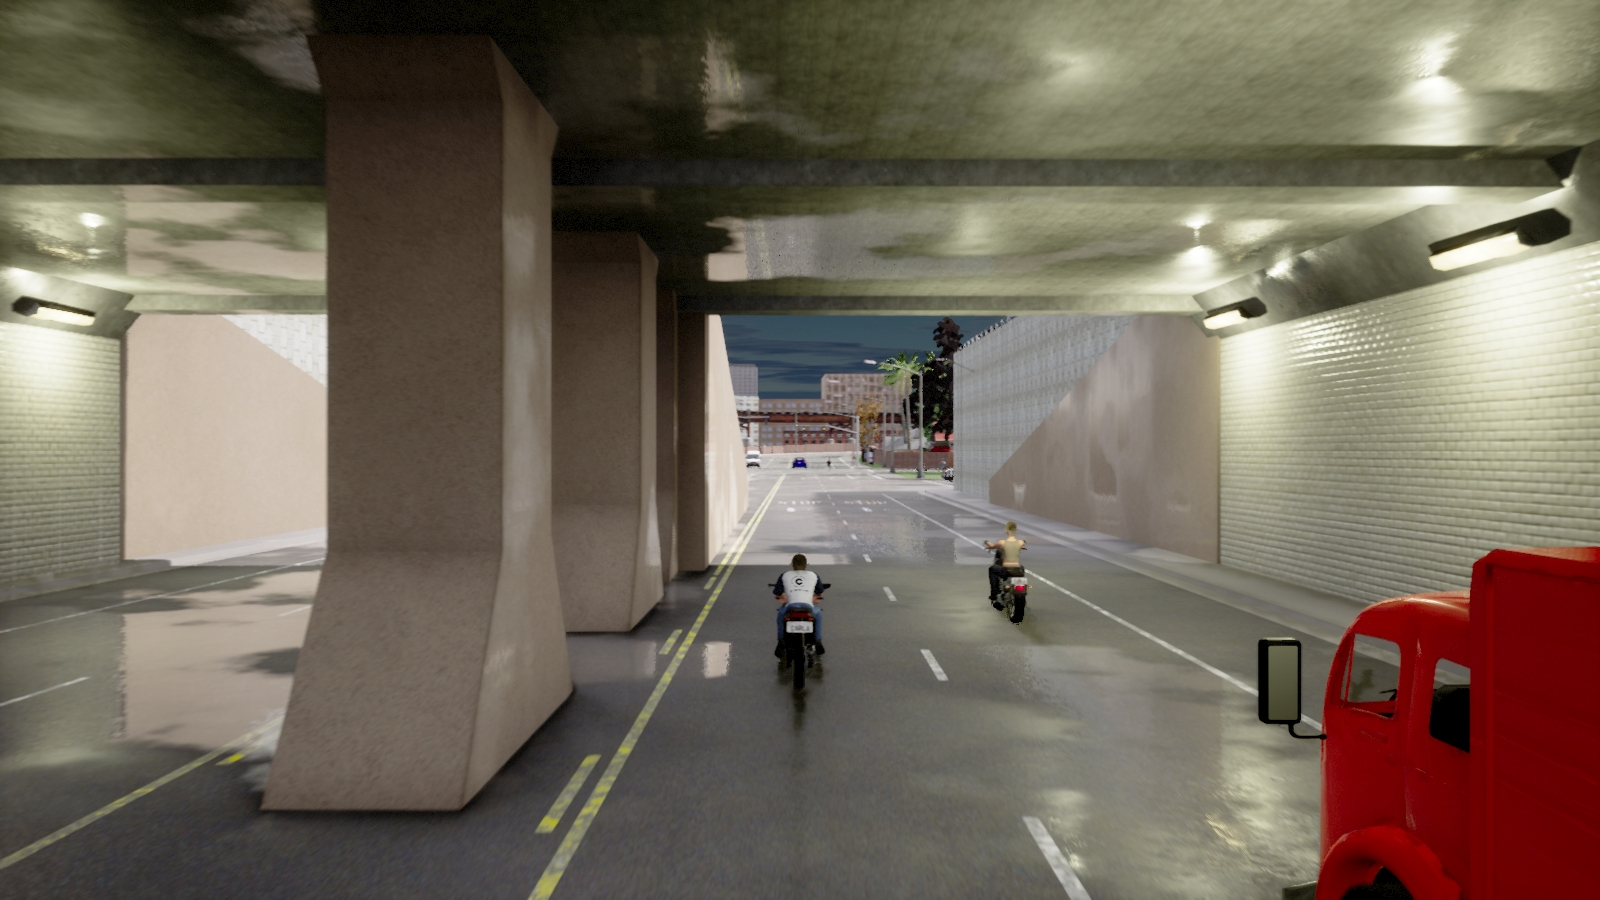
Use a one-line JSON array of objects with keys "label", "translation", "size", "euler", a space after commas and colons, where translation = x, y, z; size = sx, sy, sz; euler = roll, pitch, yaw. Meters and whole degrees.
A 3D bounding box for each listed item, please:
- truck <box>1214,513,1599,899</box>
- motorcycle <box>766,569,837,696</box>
[{"label": "truck", "translation": [3.497, 1.568, 3.418], "size": [2.627, 2.467, 5.204], "euler": [0, 0, 0]}, {"label": "motorcycle", "translation": [0.013, 2.174, 13.970], "size": [0.803, 1.224, 2.033], "euler": [0, 0, 0]}]
